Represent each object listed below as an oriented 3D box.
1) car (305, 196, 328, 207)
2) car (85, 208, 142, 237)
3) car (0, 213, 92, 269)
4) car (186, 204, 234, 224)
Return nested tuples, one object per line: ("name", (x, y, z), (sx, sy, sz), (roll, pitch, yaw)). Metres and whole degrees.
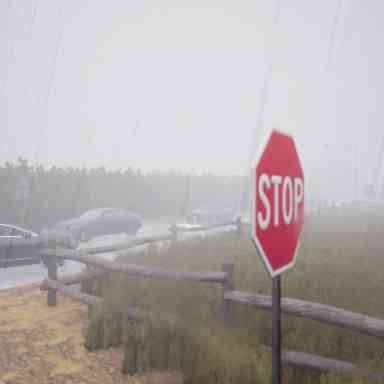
("car", (16.904, 1.277, 46.071), (2.128, 1.511, 4.902), (0, 1, -6))
("car", (-4.482, 1.529, 16.455), (1.812, 1.442, 4.674), (0, 0, 36))
("car", (-5.638, 1.494, 9.264), (4.902, 1.511, 2.128), (0, 1, -43))
("car", (1.376, 1.561, 24.525), (1.994, 1.385, 4.181), (0, 0, 36))
